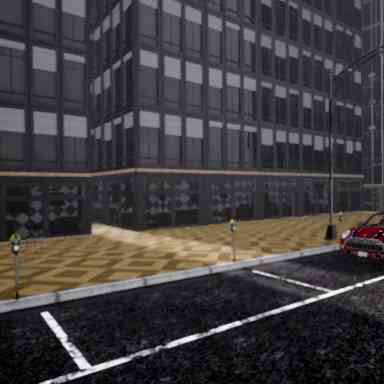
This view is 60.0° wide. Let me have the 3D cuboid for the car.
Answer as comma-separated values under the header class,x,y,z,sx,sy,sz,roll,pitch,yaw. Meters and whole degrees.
class,x,y,z,sx,sy,sz,roll,pitch,yaw
car,6.934,1.404,11.527,4.097,1.590,1.967,0,0,-36
